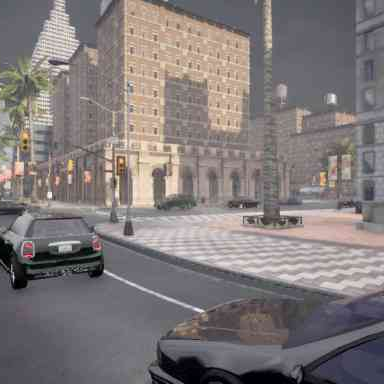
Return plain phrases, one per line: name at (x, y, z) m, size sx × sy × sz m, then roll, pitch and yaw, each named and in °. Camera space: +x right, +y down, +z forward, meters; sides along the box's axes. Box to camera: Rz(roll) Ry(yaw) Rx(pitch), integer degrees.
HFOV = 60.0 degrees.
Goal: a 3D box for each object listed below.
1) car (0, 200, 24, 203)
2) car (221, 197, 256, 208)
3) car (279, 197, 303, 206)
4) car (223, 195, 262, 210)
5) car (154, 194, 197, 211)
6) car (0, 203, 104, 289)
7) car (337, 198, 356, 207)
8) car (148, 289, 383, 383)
car at (-16.503, 1.505, 30.687) m, size 4.892 × 1.490 × 1.837 m, roll 0°, pitch 1°, yaw -6°
car at (6.669, 1.505, 47.633) m, size 4.892 × 1.490 × 1.837 m, roll 0°, pitch 0°, yaw -33°
car at (15.432, 1.547, 53.358) m, size 5.357 × 1.411 × 2.033 m, roll 0°, pitch 0°, yaw -32°
car at (6.912, 1.477, 43.364) m, size 5.008 × 1.535 × 1.882 m, roll 0°, pitch 0°, yaw -33°
car at (-2.037, 1.221, 41.942) m, size 5.566 × 2.045 × 2.150 m, roll 0°, pitch 0°, yaw -33°
car at (-4.247, 1.352, 9.553) m, size 2.097 × 1.767 × 4.553 m, roll 0°, pitch 0°, yaw -36°
car at (24.177, 1.601, 50.529) m, size 4.718 × 1.301 × 1.895 m, roll 0°, pitch 0°, yaw -34°
car at (2.135, 1.547, 2.552) m, size 5.357 × 1.411 × 2.033 m, roll 0°, pitch 0°, yaw 37°
